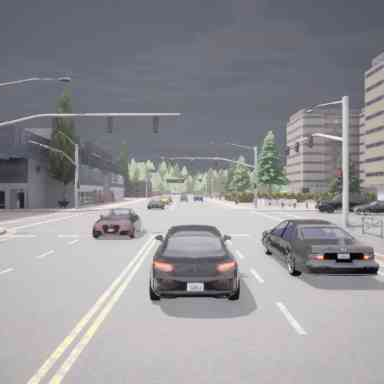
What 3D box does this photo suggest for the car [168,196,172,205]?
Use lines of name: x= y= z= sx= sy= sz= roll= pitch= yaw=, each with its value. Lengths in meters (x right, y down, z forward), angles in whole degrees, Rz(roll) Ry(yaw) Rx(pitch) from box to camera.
car: x=-4.965 y=1.477 z=57.690 sx=1.882 sy=1.535 sz=5.008 roll=0 pitch=0 yaw=-1

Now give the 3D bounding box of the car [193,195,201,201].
car: x=1.318 y=1.500 z=88.851 sx=1.837 sy=1.490 sz=4.892 roll=0 pitch=0 yaw=-1

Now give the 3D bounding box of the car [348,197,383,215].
car: x=18.226 y=1.526 z=32.537 sx=4.674 sy=1.442 sz=1.812 roll=0 pitch=0 yaw=-2

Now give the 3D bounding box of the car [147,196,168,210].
car: x=-4.557 y=1.564 z=42.536 sx=1.994 sy=1.385 sz=4.181 roll=0 pitch=0 yaw=-2

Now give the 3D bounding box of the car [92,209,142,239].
car: x=-3.768 y=1.564 z=17.317 sx=1.994 sy=1.385 sz=4.181 roll=0 pitch=0 yaw=-1

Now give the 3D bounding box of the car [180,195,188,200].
car: x=-2.181 y=1.467 z=88.779 sx=1.994 sy=1.385 sz=4.181 roll=0 pitch=0 yaw=-1

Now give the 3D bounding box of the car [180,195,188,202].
car: x=-1.908 y=1.533 z=78.143 sx=2.033 sy=1.411 sz=5.357 roll=0 pitch=0 yaw=-1

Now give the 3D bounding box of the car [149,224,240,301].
car: x=0.037 y=1.526 z=8.224 sx=1.812 sy=1.442 sz=4.674 roll=0 pitch=0 yaw=-1

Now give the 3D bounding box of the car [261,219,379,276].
car: x=3.534 y=1.547 z=10.280 sx=2.033 sy=1.411 sz=5.357 roll=0 pitch=0 yaw=0

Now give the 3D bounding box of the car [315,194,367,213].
car: x=16.291 y=1.222 z=36.005 sx=5.566 sy=2.045 sz=2.150 roll=0 pitch=0 yaw=-2

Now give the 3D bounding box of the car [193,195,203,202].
car: x=1.579 y=1.478 z=78.713 sx=1.882 sy=1.535 sz=5.008 roll=0 pitch=0 yaw=-1

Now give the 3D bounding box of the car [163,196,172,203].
car: x=-5.222 y=1.524 z=70.852 sx=1.812 sy=1.442 sz=4.674 roll=0 pitch=0 yaw=-1
